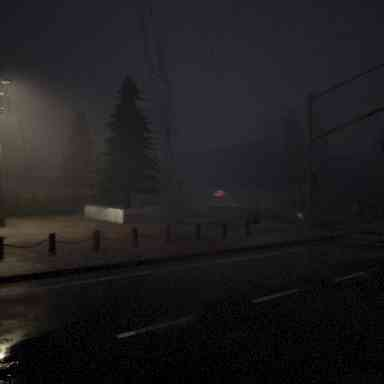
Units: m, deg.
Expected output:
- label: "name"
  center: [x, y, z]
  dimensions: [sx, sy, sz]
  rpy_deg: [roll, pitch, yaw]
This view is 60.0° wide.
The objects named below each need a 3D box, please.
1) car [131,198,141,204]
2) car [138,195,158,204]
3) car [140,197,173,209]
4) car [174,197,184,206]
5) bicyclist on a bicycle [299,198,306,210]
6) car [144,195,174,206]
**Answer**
- label: "car"
  center: [-12.110, 1.830, 67.432]
  dimensions: [1.895, 1.301, 4.718]
  rpy_deg: [1, 0, -36]
- label: "car"
  center: [-9.225, 1.455, 69.420]
  dimensions: [2.097, 1.767, 4.553]
  rpy_deg: [1, 0, -36]
- label: "car"
  center: [-4.853, 1.729, 45.074]
  dimensions: [1.994, 1.385, 4.181]
  rpy_deg: [1, 0, -35]
- label: "car"
  center: [-3.442, 1.722, 61.410]
  dimensions: [1.882, 1.535, 5.008]
  rpy_deg: [1, 0, -35]
- label: "bicyclist on a bicycle"
  center: [14.590, 1.577, 43.623]
  dimensions: [1.656, 1.620, 0.582]
  rpy_deg: [0, 0, -36]
- label: "car"
  center: [-5.858, 1.438, 58.774]
  dimensions: [2.150, 2.045, 5.566]
  rpy_deg: [0, -1, -33]
